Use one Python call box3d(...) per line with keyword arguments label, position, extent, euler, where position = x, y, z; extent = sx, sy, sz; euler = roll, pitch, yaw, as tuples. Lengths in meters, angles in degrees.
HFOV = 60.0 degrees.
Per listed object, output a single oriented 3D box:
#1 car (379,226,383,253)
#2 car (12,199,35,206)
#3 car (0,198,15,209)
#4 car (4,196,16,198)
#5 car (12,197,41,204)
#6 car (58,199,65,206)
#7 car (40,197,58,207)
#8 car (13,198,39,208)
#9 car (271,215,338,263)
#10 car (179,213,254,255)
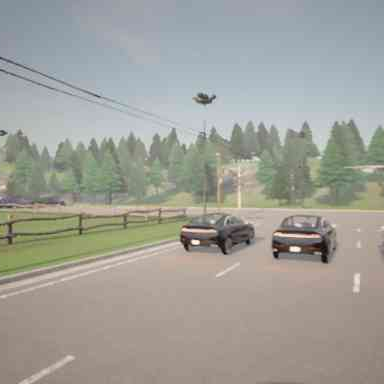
box3d(label="car", position=(7.492, 1.605, 11.097), extent=(2.128, 1.511, 4.902), euler=(0, -1, 27))
box3d(label="car", position=(-38.558, 2.352, 76.168), extent=(5.357, 1.411, 2.033), euler=(0, -1, 27))
box3d(label="car", position=(-33.484, 2.229, 57.824), extent=(4.181, 1.385, 1.994), euler=(0, -1, 28))
box3d(label="car", position=(-40.189, 2.005, 73.075), extent=(5.566, 2.045, 2.150), euler=(0, -1, 27))
box3d(label="car", position=(-32.708, 2.270, 65.278), extent=(4.902, 1.511, 2.128), euler=(0, -1, 27))
box3d(label="car", position=(-29.504, 2.309, 71.502), extent=(4.892, 1.490, 1.837), euler=(0, -1, 27))
box3d(label="car", position=(-30.819, 2.000, 68.245), extent=(5.566, 2.045, 2.150), euler=(0, -1, 27))
box3d(label="car", position=(-30.876, 2.238, 60.404), extent=(5.357, 1.411, 2.033), euler=(0, -1, 28))
box3d(label="car", position=(4.363, 1.626, 12.667), extent=(2.128, 1.511, 4.902), euler=(0, -1, 27))
box3d(label="car", position=(1.241, 1.646, 14.251), extent=(2.128, 1.511, 4.902), euler=(0, -1, 27))
